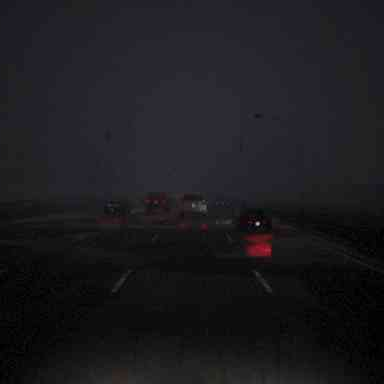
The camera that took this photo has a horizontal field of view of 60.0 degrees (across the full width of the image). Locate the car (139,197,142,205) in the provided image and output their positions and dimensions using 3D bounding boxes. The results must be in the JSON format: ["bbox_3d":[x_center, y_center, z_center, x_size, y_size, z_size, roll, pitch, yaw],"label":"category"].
[{"bbox_3d":[-6.882,1.238,51.171,1.882,1.535,5.008,0,0,0],"label":"car"}]

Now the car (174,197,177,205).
[{"bbox_3d":[-3.381,1.318,52.425,1.994,1.385,4.181,0,0,0],"label":"car"}]

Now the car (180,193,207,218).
[{"bbox_3d":[0.111,1.088,28.815,2.150,2.045,5.566,0,1,0],"label":"car"}]

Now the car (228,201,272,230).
[{"bbox_3d":[3.547,1.411,20.299,1.837,1.490,4.892,0,1,0],"label":"car"}]

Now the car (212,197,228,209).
[{"bbox_3d":[3.608,1.352,41.719,2.033,1.411,5.357,0,0,0],"label":"car"}]

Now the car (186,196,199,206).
[{"bbox_3d":[0.117,1.365,50.276,1.895,1.301,4.718,0,0,0],"label":"car"}]

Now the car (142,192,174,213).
[{"bbox_3d":[-3.389,1.058,34.134,2.150,2.045,5.566,0,0,0],"label":"car"}]

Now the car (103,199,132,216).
[{"bbox_3d":[-6.890,1.347,31.064,2.128,1.511,4.902,0,0,0],"label":"car"}]
